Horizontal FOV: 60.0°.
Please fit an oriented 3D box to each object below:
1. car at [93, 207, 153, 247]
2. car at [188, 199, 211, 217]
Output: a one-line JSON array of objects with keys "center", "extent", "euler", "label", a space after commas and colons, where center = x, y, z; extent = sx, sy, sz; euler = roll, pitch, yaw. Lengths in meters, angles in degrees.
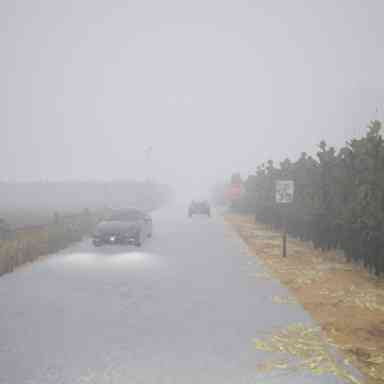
[{"center": [-2.922, 1.471, 14.900], "extent": [1.837, 1.490, 4.892], "euler": [0, 1, 2], "label": "car"}, {"center": [0.654, 1.365, 29.652], "extent": [2.128, 1.511, 4.902], "euler": [0, 0, 1], "label": "car"}]
